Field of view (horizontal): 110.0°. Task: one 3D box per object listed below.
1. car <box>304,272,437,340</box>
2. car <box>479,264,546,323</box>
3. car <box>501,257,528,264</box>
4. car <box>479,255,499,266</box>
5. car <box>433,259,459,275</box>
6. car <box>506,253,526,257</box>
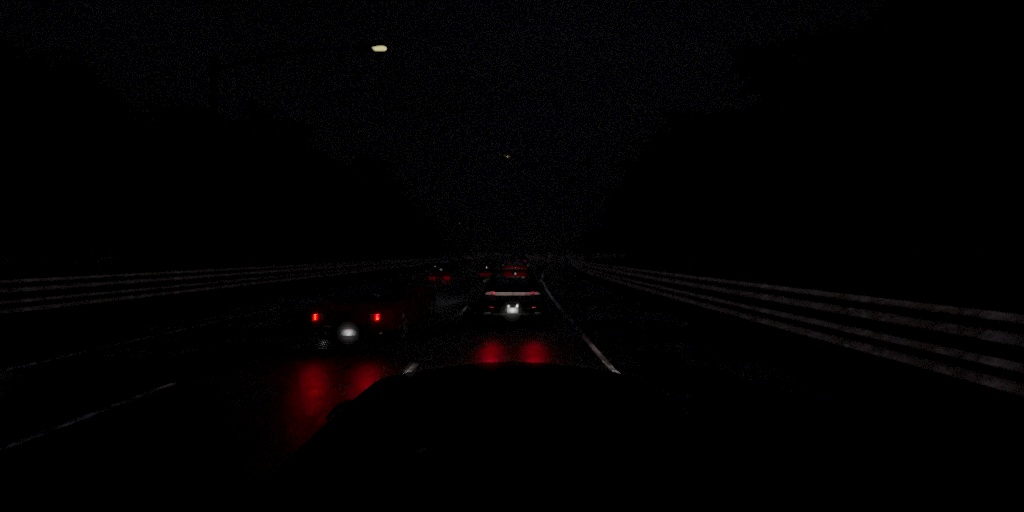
[{"bbox_3d":[-3.439,1.308,9.795,1.895,1.301,4.718,0,0,0],"label":"car"},{"bbox_3d":[0.035,1.189,11.768,2.128,1.511,4.902,0,0,0],"label":"car"},{"bbox_3d":[0.259,1.074,27.375,1.882,1.535,5.008,0,1,1],"label":"car"},{"bbox_3d":[-2.738,0.983,42.451,1.837,1.490,4.892,0,1,2],"label":"car"},{"bbox_3d":[-6.466,1.060,35.404,1.812,1.442,4.674,0,0,2],"label":"car"},{"bbox_3d":[0.731,0.689,43.913,2.150,2.045,5.566,0,1,2],"label":"car"}]
